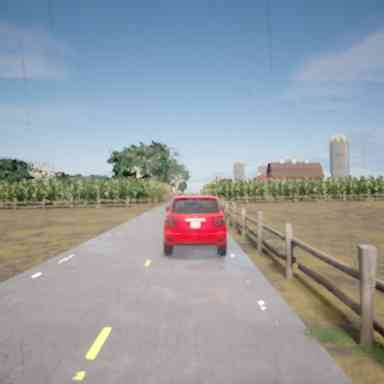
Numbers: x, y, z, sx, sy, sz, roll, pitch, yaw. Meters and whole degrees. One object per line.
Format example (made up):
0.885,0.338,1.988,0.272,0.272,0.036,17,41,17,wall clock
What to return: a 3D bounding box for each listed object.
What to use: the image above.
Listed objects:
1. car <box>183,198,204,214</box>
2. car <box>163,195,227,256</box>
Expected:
0.131,1.307,32.195,1.837,1.490,4.892,0,-1,0,car
0.111,1.145,13.070,2.150,2.045,5.566,0,-1,0,car
